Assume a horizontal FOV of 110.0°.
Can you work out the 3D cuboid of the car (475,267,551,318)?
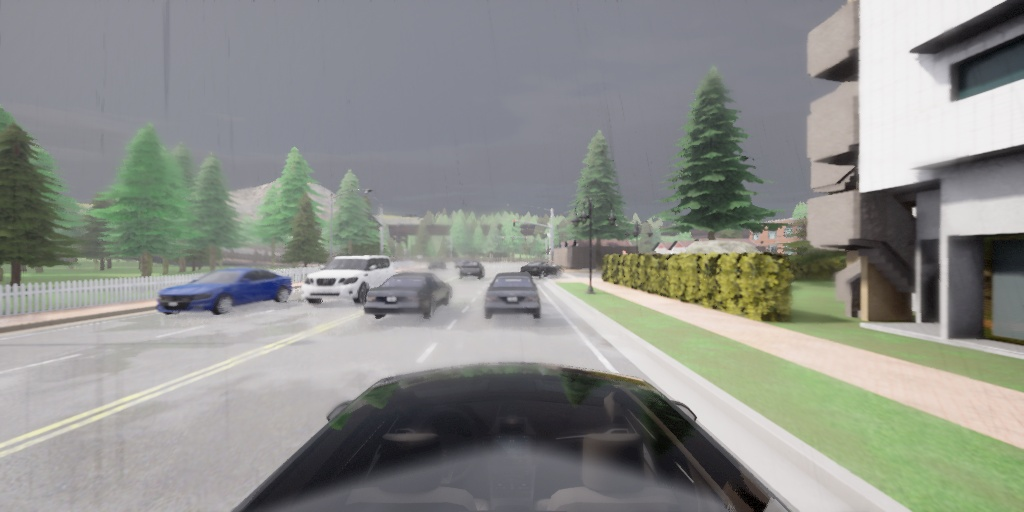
[{"bbox_3d":[0.043,1.297,12.864,2.033,1.411,5.357,0,0,1],"label":"car"}]

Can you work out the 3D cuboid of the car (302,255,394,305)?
[{"bbox_3d":[-7.060,0.973,16.285,2.150,2.045,5.566,0,0,0],"label":"car"}]

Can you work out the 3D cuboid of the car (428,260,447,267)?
[{"bbox_3d":[-10.575,1.312,51.008,1.994,1.385,4.181,0,0,0],"label":"car"}]

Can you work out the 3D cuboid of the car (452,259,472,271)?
[{"bbox_3d":[-7.076,1.240,51.446,2.128,1.511,4.902,0,0,0],"label":"car"}]

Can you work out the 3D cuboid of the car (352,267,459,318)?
[{"bbox_3d":[-3.455,1.297,12.893,2.033,1.411,5.357,0,0,1],"label":"car"}]

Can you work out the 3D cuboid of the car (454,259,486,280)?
[{"bbox_3d":[-3.429,1.241,31.618,2.128,1.511,4.902,0,0,0],"label":"car"}]

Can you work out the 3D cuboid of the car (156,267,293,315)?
[{"bbox_3d":[-10.573,1.227,13.690,1.882,1.535,5.008,0,0,0],"label":"car"}]

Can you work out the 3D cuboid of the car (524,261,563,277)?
[{"bbox_3d":[2.766,1.221,32.469,1.882,1.535,5.008,-2,-1,36],"label":"car"}]
